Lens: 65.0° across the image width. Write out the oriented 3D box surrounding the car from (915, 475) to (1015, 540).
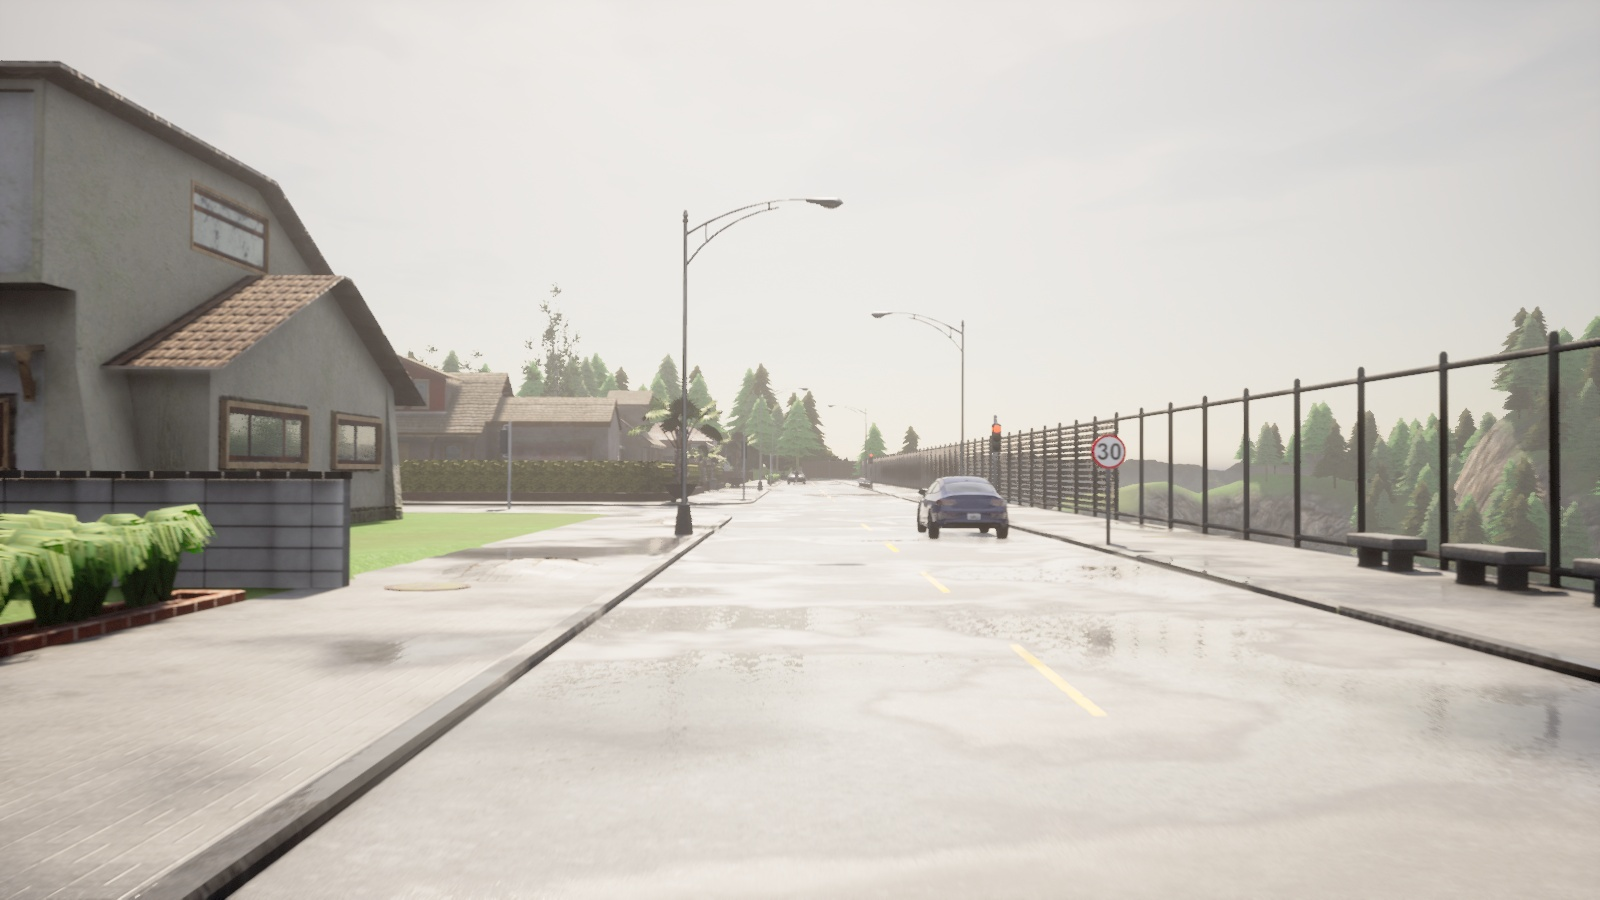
[{"bbox_3d":[3.924,1.337,30.595,1.812,1.442,4.674,0,-1,0],"label":"car"}]
